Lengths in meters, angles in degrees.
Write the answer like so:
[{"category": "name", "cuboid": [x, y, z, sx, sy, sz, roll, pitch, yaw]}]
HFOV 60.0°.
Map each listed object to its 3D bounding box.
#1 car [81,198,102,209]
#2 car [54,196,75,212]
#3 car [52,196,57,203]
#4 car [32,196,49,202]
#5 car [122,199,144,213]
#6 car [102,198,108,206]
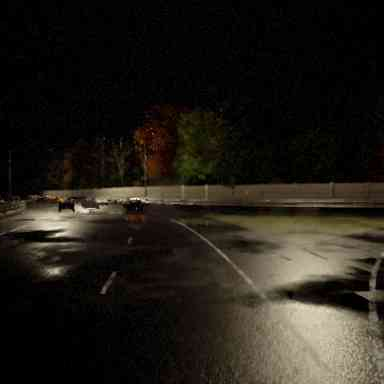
[{"category": "car", "cuboid": [-14.631, 1.663, 47.535, 1.994, 1.385, 4.181, 0, 0, -26]}, {"category": "car", "cuboid": [-15.555, 1.597, 41.138, 2.128, 1.511, 4.902, 0, 0, -23]}, {"category": "car", "cuboid": [-30.816, 1.686, 77.274, 1.882, 1.535, 5.008, 0, 0, -44]}, {"category": "car", "cuboid": [-38.096, 1.781, 84.796, 2.128, 1.511, 4.902, 0, 0, -43]}, {"category": "car", "cuboid": [-6.629, 1.538, 37.292, 2.128, 1.511, 4.902, 0, 0, -20]}, {"category": "car", "cuboid": [-16.132, 1.711, 57.609, 1.895, 1.301, 4.718, 0, 0, -31]}]
